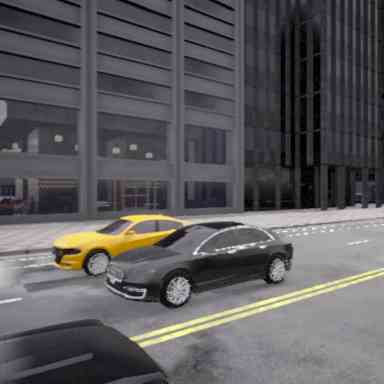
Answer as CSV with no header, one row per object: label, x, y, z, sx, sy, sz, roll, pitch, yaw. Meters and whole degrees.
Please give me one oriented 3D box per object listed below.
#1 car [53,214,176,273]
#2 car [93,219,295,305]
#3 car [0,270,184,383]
car,-1.695,1.476,10.464,5.008,1.535,1.882,0,0,-36
car,0.415,1.504,7.976,4.892,1.490,1.837,0,0,-35
car,-2.314,1.600,1.789,4.718,1.301,1.895,0,0,-36
